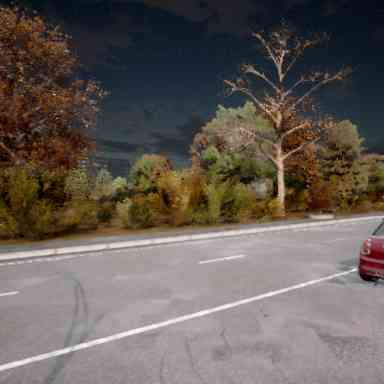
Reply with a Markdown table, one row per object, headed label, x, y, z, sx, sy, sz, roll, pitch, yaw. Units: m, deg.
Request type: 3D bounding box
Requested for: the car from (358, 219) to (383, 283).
| label | x | y | z | sx | sy | sz | roll | pitch | yaw |
| --- | --- | --- | --- | --- | --- | --- | --- | --- | --- |
| car | 6.268 | 1.360 | 8.555 | 4.553 | 1.767 | 2.097 | 0 | 0 | -37 |
